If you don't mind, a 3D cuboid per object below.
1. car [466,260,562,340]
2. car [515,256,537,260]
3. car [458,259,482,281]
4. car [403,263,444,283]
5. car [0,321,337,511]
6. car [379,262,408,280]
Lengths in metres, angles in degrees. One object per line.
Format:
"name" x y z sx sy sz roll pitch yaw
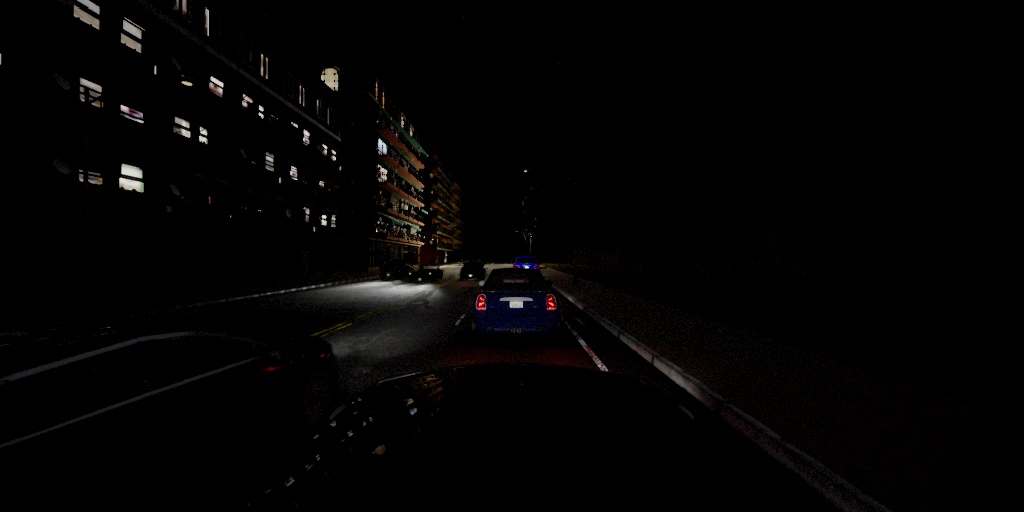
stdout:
"car" 0.098 1.103 10.112 2.097 1.767 4.553 0 0 0
"car" 1.139 0.979 30.065 2.150 2.045 5.566 0 0 0
"car" -3.149 1.257 29.585 1.837 1.490 4.892 0 0 0
"car" -6.599 1.354 27.862 1.895 1.301 4.718 0 0 0
"car" -3.152 1.241 2.674 2.128 1.511 4.902 0 0 0
"car" -9.849 1.245 31.003 2.128 1.511 4.902 0 0 0
